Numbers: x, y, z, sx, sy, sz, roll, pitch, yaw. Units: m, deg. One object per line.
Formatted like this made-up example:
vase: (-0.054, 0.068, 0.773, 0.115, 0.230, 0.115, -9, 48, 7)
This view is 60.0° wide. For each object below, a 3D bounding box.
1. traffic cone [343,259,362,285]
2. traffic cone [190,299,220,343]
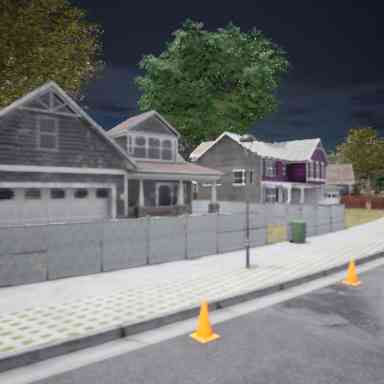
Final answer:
traffic cone: (3.990, 1.969, 8.291, 0.340, 0.580, 0.340, 0, 0, -40)
traffic cone: (0.201, 1.971, 5.210, 0.340, 0.580, 0.340, 0, 0, -38)
